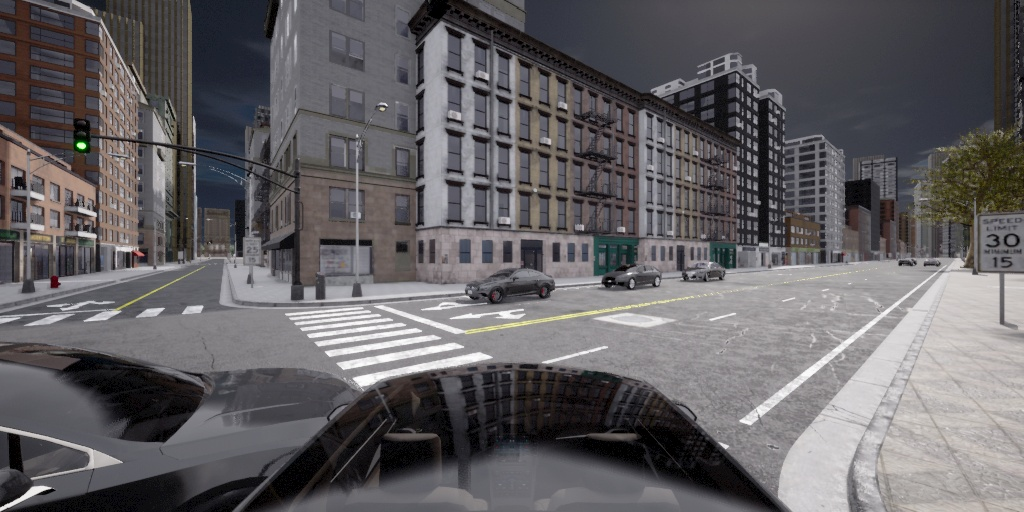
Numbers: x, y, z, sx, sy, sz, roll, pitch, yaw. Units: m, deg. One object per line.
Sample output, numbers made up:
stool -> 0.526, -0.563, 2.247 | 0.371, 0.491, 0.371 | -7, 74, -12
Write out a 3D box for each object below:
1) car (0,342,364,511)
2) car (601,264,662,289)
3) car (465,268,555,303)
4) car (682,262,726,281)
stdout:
car -> -3.216, 1.257, 1.828 | 4.892, 1.490, 1.837 | 0, 0, -34
car -> 7.739, 1.259, 22.983 | 4.892, 1.490, 1.837 | 0, 0, -39
car -> 0.024, 1.287, 16.787 | 4.674, 1.442, 1.812 | 0, 0, -39
car -> 15.773, 1.237, 29.423 | 4.902, 1.511, 2.128 | 0, 0, -39
